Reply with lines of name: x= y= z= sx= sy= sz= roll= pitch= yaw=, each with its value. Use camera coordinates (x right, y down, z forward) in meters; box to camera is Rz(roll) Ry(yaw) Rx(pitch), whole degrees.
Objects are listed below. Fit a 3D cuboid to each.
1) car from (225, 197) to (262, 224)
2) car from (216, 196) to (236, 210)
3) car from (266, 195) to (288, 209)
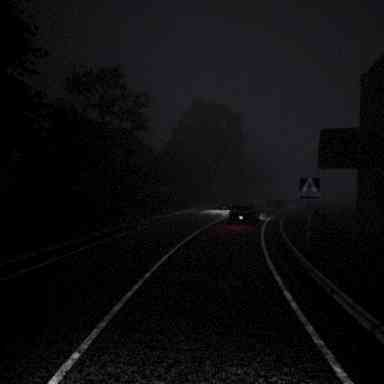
car: x=3.937 y=1.425 z=24.472 sx=1.837 sy=1.490 sz=4.892 roll=1 pitch=1 yaw=16
car: x=4.375 y=1.191 z=36.572 sx=2.033 sy=1.411 sz=5.357 roll=2 pitch=2 yaw=24
car: x=10.537 y=1.140 z=40.925 sx=1.882 sy=1.535 sz=5.008 roll=2 pitch=2 yaw=26
